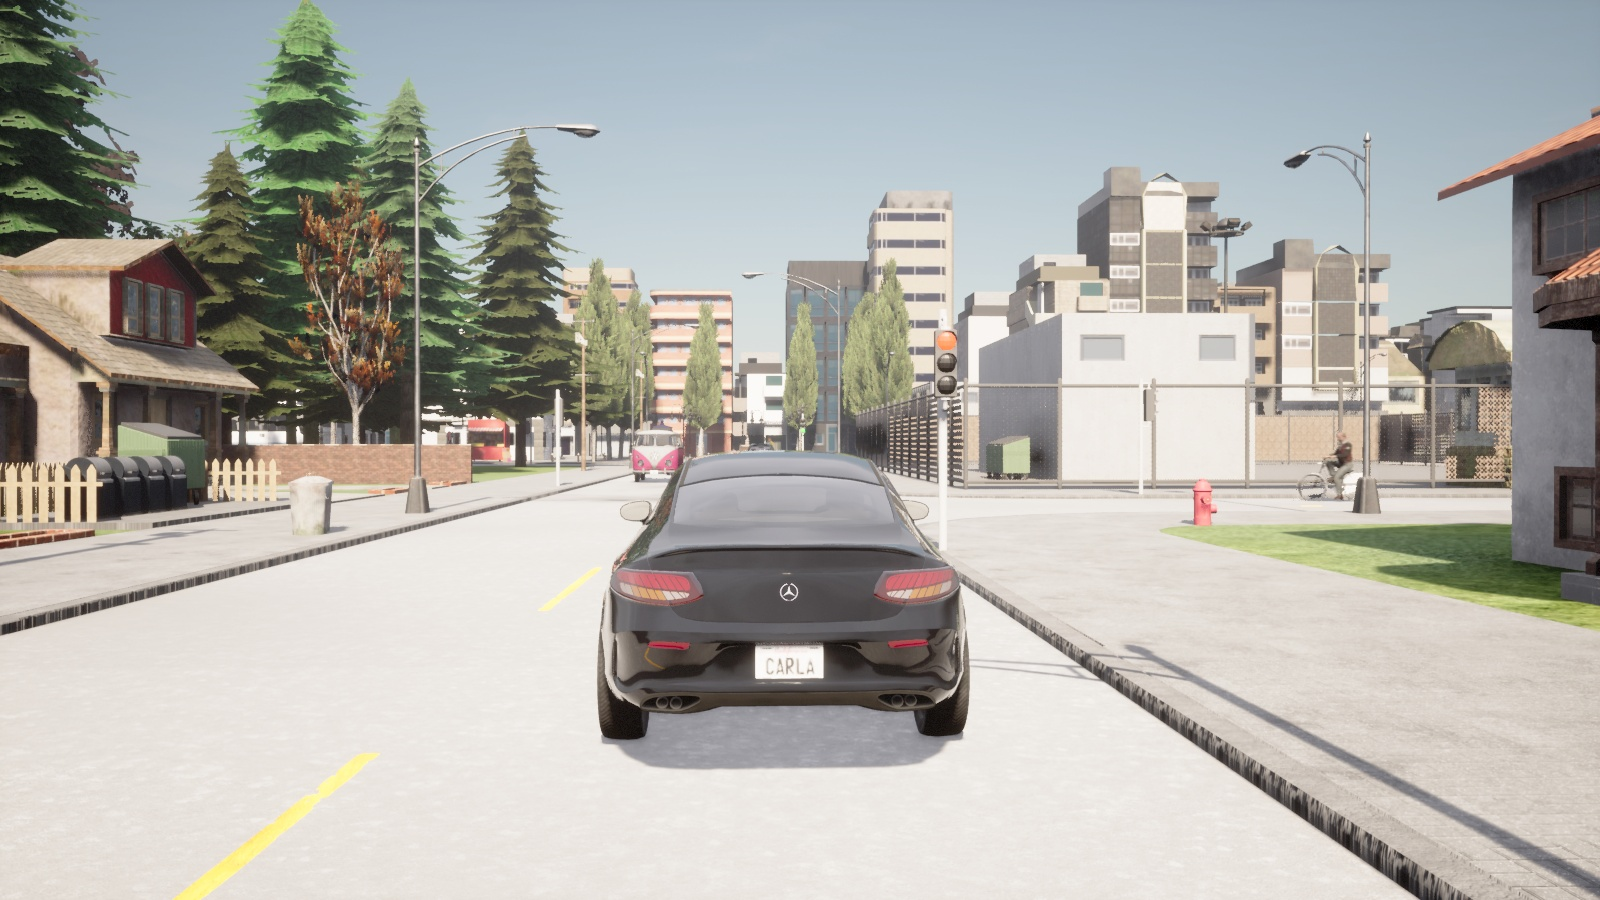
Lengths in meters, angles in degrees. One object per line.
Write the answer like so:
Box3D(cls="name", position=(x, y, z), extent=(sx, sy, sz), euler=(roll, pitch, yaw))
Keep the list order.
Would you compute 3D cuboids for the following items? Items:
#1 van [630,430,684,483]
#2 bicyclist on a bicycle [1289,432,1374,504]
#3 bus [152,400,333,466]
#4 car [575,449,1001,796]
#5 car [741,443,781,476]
Box3D(cls="van", position=(-5.522, 0.218, 49.039), extent=(1.775, 1.987, 4.442), euler=(0, 0, -2))
Box3D(cls="bicyclist on a bicycle", position=(13.298, 0.451, 31.428), extent=(1.843, 1.776, 0.659), euler=(0, 0, -2))
Box3D(cls="bus", position=(-36.825, -1.130, 83.327), extent=(10.273, 4.253, 3.944), euler=(0, 0, -2))
Box3D(cls="car", position=(-0.142, 0.729, 7.674), extent=(1.812, 1.442, 4.674), euler=(0, 0, -2))
Box3D(cls="car", position=(-1.842, 0.425, 59.156), extent=(1.816, 1.474, 4.193), euler=(0, 0, -2))
